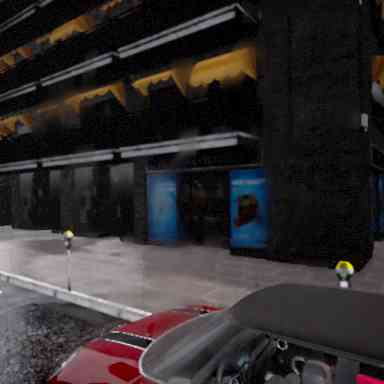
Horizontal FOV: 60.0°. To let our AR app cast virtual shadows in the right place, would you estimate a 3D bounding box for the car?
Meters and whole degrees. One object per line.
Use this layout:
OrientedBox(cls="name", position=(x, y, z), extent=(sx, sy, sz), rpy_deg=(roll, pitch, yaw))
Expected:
OrientedBox(cls="car", position=(0.715, 1.441, 2.385), extent=(4.097, 1.590, 1.967), rpy_deg=(0, -1, 35))
